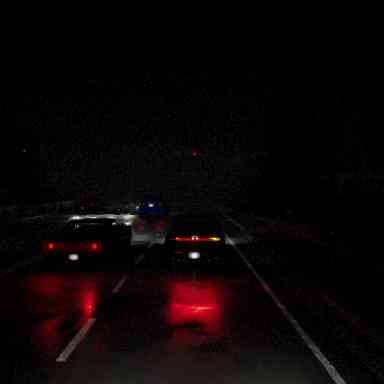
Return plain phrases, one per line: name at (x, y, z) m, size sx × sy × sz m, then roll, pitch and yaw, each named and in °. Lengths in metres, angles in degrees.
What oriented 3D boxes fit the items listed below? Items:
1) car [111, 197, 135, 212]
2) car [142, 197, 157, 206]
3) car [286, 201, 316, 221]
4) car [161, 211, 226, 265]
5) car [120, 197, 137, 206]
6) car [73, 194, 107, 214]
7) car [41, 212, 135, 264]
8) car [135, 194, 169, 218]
car at (-7.086, 1.506, 34.525) m, size 1.812 × 1.442 × 4.674 m, roll 0°, pitch 0°, yaw 0°
car at (-6.983, 1.582, 55.263) m, size 1.895 × 1.301 × 4.718 m, roll 0°, pitch 0°, yaw 0°
car at (9.770, 1.471, 26.060) m, size 4.674 × 1.442 × 1.812 m, roll 0°, pitch 0°, yaw -1°
car at (0.132, 1.498, 11.615) m, size 1.837 × 1.490 × 4.892 m, roll 0°, pitch 0°, yaw 2°
car at (-10.483, 1.510, 55.288) m, size 1.812 × 1.442 × 4.674 m, roll 0°, pitch 0°, yaw 0°
car at (-10.587, 1.202, 34.970) m, size 2.150 × 2.045 × 5.566 m, roll 0°, pitch 0°, yaw 0°
car at (-3.412, 1.594, 11.837) m, size 1.895 × 1.301 × 4.718 m, roll 0°, pitch 0°, yaw 0°
car at (-3.396, 1.205, 30.308) m, size 2.150 × 2.045 × 5.566 m, roll 0°, pitch 0°, yaw 0°
